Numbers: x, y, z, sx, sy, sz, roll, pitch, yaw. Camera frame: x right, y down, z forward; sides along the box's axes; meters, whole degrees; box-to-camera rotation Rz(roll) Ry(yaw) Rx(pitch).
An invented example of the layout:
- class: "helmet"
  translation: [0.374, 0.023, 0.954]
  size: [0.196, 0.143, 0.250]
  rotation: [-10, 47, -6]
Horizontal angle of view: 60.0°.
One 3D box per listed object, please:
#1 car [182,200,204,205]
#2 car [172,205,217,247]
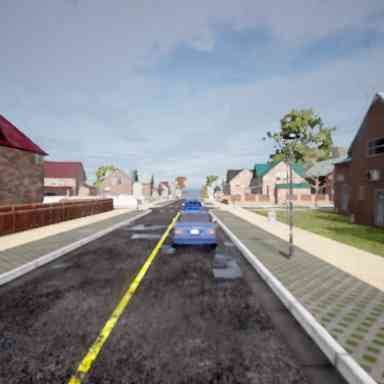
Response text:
- class: "car"
  translation: [0.102, 1.462, 30.371]
  size: [1.882, 1.535, 5.008]
  rotation: [0, 0, 0]
- class: "car"
  translation: [0.103, 1.520, 14.807]
  size: [2.033, 1.411, 5.357]
  rotation: [0, 0, 0]
